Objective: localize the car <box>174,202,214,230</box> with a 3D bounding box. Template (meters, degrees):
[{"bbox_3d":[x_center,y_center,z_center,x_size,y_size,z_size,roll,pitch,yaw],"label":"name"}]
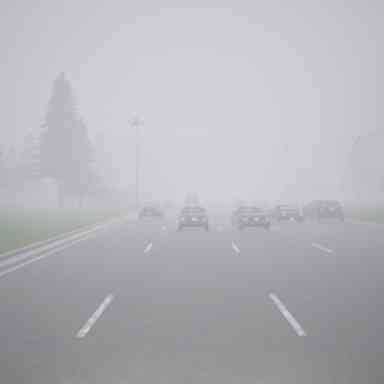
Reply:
[{"bbox_3d":[0.100,1.567,21.040,2.033,1.411,5.357,0,0,0],"label":"car"}]

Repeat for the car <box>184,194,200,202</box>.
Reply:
[{"bbox_3d":[0.000,1.267,50.011,2.150,2.045,5.566,0,0,0],"label":"car"}]

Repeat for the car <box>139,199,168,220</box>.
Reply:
[{"bbox_3d":[-3.400,1.552,28.682,1.812,1.442,4.674,0,0,0],"label":"car"}]

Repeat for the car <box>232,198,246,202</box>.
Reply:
[{"bbox_3d":[7.002,1.593,49.762,2.033,1.411,5.357,0,0,0],"label":"car"}]

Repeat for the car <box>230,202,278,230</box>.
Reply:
[{"bbox_3d":[3.599,1.567,21.045,2.033,1.411,5.357,0,0,0],"label":"car"}]

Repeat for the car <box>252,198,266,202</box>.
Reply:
[{"bbox_3d":[10.508,1.648,51.626,1.895,1.301,4.718,0,0,0],"label":"car"}]

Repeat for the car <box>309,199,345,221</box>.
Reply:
[{"bbox_3d":[10.602,1.378,27.296,2.097,1.767,4.553,0,0,0],"label":"car"}]

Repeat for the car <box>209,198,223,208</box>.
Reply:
[{"bbox_3d":[3.500,1.572,50.397,1.812,1.442,4.674,0,0,0],"label":"car"}]

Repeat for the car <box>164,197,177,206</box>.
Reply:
[{"bbox_3d":[-3.484,1.525,51.670,1.882,1.535,5.008,0,0,0],"label":"car"}]

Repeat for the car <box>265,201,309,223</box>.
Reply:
[{"bbox_3d":[7.100,1.624,25.704,1.895,1.301,4.718,0,0,0],"label":"car"}]
